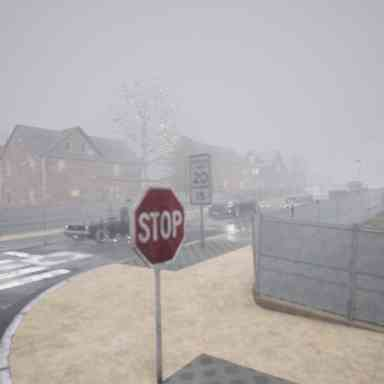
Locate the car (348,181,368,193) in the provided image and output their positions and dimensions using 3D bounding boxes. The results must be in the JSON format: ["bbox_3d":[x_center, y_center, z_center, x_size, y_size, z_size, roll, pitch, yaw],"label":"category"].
[{"bbox_3d":[23.114,-0.499,46.546,2.150,2.045,5.566,-2,1,36],"label":"car"}]

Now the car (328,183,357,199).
[{"bbox_3d":[17.231,0.101,38.449,1.882,1.535,5.008,-2,1,37],"label":"car"}]

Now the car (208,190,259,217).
[{"bbox_3d":[3.017,0.790,23.985,2.097,1.767,4.553,-2,1,36],"label":"car"}]

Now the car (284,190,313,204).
[{"bbox_3d":[11.363,0.495,35.310,1.994,1.385,4.181,-2,1,37],"label":"car"}]

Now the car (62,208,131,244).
[{"bbox_3d":[-3.418,1.434,15.276,1.895,1.301,4.718,-2,1,38],"label":"car"}]
